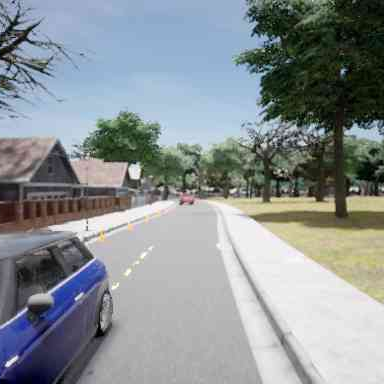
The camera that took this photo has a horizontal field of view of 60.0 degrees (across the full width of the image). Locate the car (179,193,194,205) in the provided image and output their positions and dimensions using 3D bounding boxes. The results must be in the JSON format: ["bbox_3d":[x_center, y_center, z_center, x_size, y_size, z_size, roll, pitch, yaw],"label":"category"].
[{"bbox_3d":[-0.974,1.221,57.839,2.150,2.045,5.566,0,-1,-8],"label":"car"}]

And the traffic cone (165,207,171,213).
[{"bbox_3d":[-2.683,1.894,34.751,0.340,0.580,0.340,0,0,3],"label":"traffic cone"}]

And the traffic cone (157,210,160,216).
[{"bbox_3d":[-2.974,1.892,29.798,0.340,0.580,0.340,0,0,4],"label":"traffic cone"}]

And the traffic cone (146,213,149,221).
[{"bbox_3d":[-3.343,1.895,24.851,0.340,0.580,0.340,0,0,5],"label":"traffic cone"}]

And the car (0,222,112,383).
[{"bbox_3d":[-2.385,1.341,3.555,2.097,1.767,4.553,0,0,1],"label":"car"}]

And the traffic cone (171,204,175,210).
[{"bbox_3d":[-2.471,1.899,39.709,0.340,0.580,0.340,0,0,2],"label":"traffic cone"}]

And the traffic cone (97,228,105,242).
[{"bbox_3d":[-4.024,1.915,14.797,0.340,0.580,0.340,0,0,3],"label":"traffic cone"}]

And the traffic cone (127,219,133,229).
[{"bbox_3d":[-3.724,1.903,19.829,0.340,0.580,0.340,0,0,4],"label":"traffic cone"}]
